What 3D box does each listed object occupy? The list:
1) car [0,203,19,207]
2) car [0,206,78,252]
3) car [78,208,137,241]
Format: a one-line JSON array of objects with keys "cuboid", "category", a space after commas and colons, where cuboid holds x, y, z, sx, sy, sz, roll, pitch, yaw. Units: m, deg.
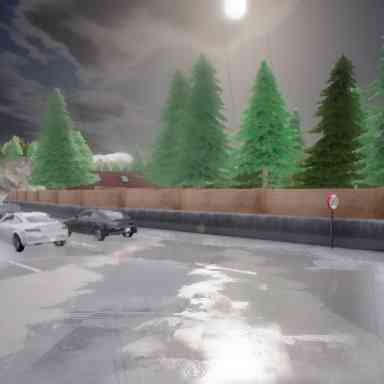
[{"cuboid": [-14.452, 1.564, 25.878, 2.033, 1.411, 5.357, 0, 0, -44], "category": "car"}, {"cuboid": [-6.942, 1.534, 13.916, 4.674, 1.442, 1.812, 0, 0, 41], "category": "car"}, {"cuboid": [-4.652, 1.534, 16.563, 4.674, 1.442, 1.812, 0, 0, 41], "category": "car"}]
